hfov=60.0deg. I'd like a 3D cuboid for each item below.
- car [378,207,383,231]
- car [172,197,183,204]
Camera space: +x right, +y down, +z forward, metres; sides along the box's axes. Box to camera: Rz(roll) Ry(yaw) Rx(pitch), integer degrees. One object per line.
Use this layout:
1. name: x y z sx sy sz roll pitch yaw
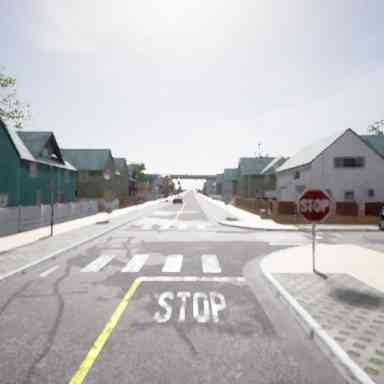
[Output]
1. car: 11.548 1.264 15.170 5.566 2.045 2.150 0 -1 -1
2. car: -2.753 1.610 64.381 1.895 1.301 4.718 0 0 0
